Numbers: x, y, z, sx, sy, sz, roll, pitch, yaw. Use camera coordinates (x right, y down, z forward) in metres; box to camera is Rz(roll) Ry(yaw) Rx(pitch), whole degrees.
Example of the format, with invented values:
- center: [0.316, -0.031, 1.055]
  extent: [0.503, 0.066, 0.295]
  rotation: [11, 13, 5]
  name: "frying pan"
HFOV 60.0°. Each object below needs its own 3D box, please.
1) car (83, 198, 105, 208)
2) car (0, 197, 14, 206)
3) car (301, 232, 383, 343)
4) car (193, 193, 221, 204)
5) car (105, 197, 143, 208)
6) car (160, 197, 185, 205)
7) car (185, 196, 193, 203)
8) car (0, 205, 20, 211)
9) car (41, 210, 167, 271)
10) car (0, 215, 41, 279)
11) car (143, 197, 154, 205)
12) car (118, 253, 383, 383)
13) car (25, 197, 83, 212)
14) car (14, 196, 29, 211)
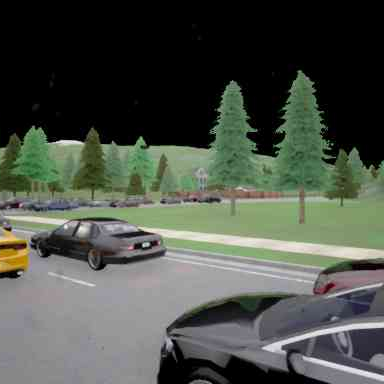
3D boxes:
- center: [-12.675, 1.599, 47.915]
  extent: [1.895, 1.301, 4.718]
  rotation: [0, 0, 39]
  name: "car"
- center: [-22.007, 1.350, 41.813]
  extent: [2.097, 1.767, 4.553]
  rotation: [0, 0, 39]
  name: "car"
- center: [4.138, 1.564, 5.238]
  extent: [4.181, 1.385, 1.994]
  rotation: [0, 0, 38]
  name: "car"
- center: [3.315, 1.222, 62.323]
  extent: [2.150, 2.045, 5.566]
  rotation: [0, 0, 39]
  name: "car"
- center: [-9.457, 1.562, 46.338]
  extent: [1.994, 1.385, 4.181]
  rotation: [0, 0, 39]
  name: "car"
- center: [-3.798, 1.562, 59.042]
  extent: [1.994, 1.385, 4.181]
  rotation: [0, 0, 39]
  name: "car"
- center: [0.269, 1.474, 69.636]
  extent: [1.882, 1.535, 5.008]
  rotation: [0, 0, 39]
  name: "car"
- center: [-11.268, 1.547, 17.146]
  extent: [5.357, 1.411, 2.033]
  rotation: [0, 0, 38]
  name: "car"
- center: [-3.287, 1.547, 10.998]
  extent: [5.357, 1.411, 2.033]
  rotation: [0, 0, 38]
  name: "car"
- center: [-6.297, 1.477, 8.906]
  extent: [5.008, 1.535, 1.882]
  rotation: [0, 0, 38]
  name: "car"
- center: [-8.663, 1.563, 58.564]
  extent: [1.994, 1.385, 4.181]
  rotation: [0, 0, 38]
  name: "car"
- center: [1.855, 1.492, 2.587]
  extent: [4.902, 1.511, 2.128]
  rotation: [0, 0, 38]
  name: "car"
- center: [-15.790, 1.546, 38.383]
  extent: [2.033, 1.411, 5.357]
  rotation: [0, 0, 38]
  name: "car"
- center: [-18.477, 1.490, 40.628]
  extent: [2.128, 1.511, 4.902]
  rotation: [0, 0, 39]
  name: "car"
